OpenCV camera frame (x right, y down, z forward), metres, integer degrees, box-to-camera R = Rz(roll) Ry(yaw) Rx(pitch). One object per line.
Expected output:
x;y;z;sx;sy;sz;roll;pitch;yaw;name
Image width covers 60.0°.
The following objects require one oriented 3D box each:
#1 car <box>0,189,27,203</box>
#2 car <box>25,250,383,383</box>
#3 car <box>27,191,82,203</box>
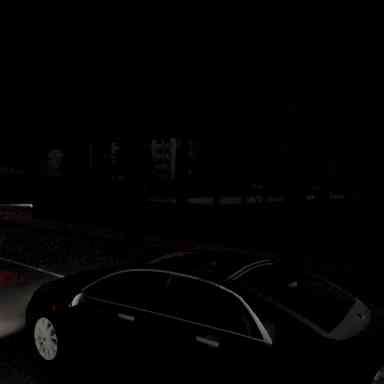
-19.464;0.419;35.495;2.128;1.511;4.902;2;1;38;car
-0.131;1.490;4.076;4.892;1.490;1.837;1;0;36;car
-14.532;0.595;36.158;2.033;1.411;5.357;2;1;38;car
